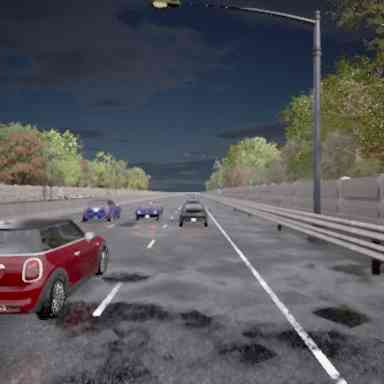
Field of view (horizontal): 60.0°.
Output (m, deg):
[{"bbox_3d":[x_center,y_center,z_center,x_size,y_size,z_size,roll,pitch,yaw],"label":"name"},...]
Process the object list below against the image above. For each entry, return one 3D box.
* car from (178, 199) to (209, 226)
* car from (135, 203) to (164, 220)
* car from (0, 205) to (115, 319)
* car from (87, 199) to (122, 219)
[{"bbox_3d":[0.101,1.483,23.272,1.837,1.490,4.892,0,0,0],"label":"car"},{"bbox_3d":[-3.400,1.576,27.516,1.895,1.301,4.718,0,0,0],"label":"car"},{"bbox_3d":[-3.401,1.344,7.516,2.097,1.767,4.553,0,0,0],"label":"car"},{"bbox_3d":[-6.900,1.328,26.000,2.097,1.767,4.553,0,0,0],"label":"car"}]
